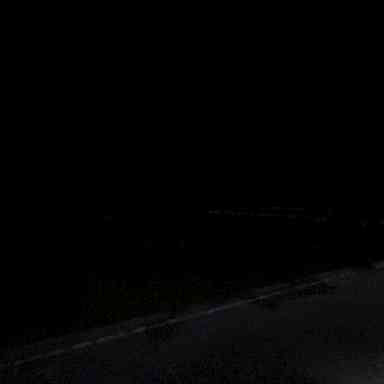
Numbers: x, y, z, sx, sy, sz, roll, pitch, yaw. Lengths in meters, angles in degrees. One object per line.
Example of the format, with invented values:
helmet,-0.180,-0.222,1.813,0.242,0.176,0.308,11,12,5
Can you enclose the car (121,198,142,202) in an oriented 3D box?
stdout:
car,-9.969,1.563,55.111,1.895,1.301,4.718,0,0,-36

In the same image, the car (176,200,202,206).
car,-0.424,1.726,41.701,1.994,1.385,4.181,0,0,-36
